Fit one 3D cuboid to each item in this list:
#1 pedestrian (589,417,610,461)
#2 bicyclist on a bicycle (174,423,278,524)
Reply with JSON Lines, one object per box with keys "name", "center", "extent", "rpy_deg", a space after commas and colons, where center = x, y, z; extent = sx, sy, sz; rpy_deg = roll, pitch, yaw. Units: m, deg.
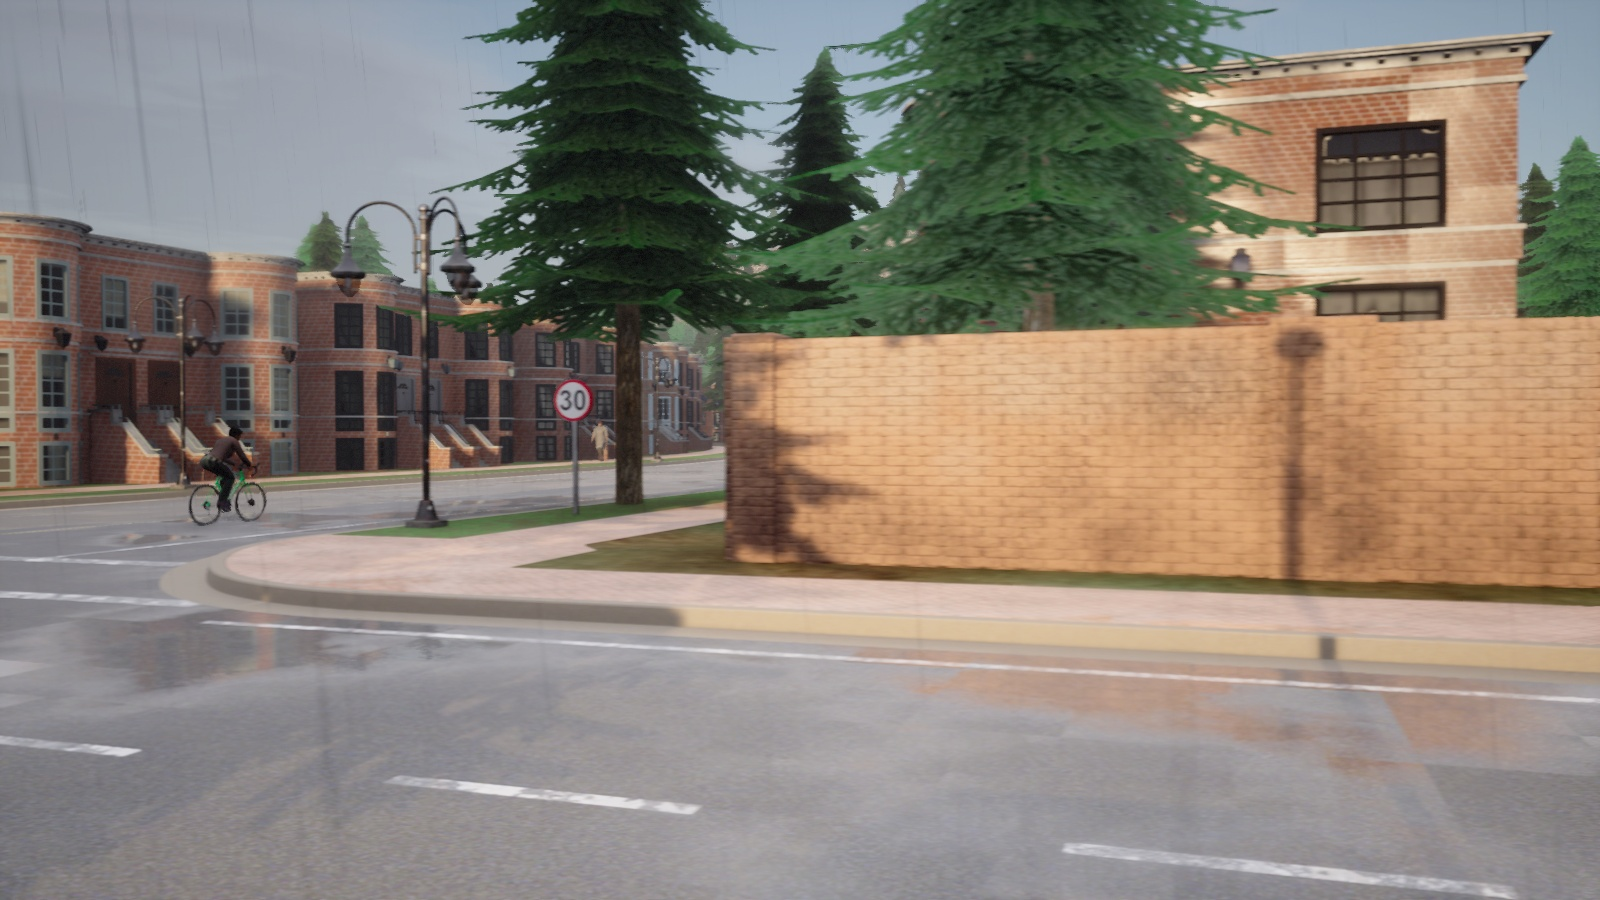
{"name": "pedestrian", "center": [-9.015, -0.482, 56.503], "extent": [0.659, 1.952, 0.873], "rpy_deg": [0, 1, 15]}
{"name": "bicyclist on a bicycle", "center": [-9.570, 0.369, 20.991], "extent": [0.582, 1.620, 1.656], "rpy_deg": [1, 1, 21]}
